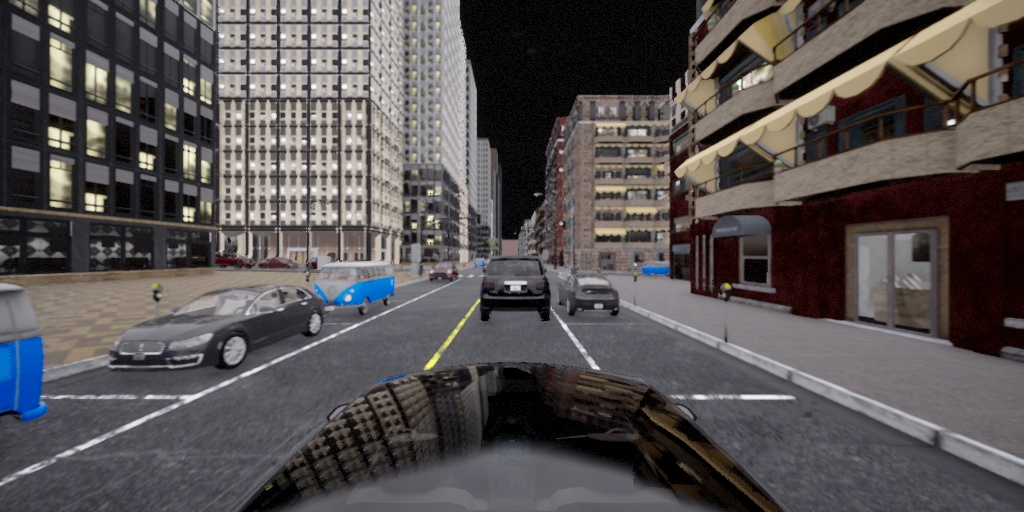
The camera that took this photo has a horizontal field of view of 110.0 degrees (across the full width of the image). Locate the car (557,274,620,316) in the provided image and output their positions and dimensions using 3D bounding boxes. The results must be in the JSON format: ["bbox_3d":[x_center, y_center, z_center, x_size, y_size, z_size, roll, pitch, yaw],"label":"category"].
[{"bbox_3d":[2.692,1.321,13.301,2.007,1.370,4.403,0,0,0],"label":"car"}]

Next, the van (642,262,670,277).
[{"bbox_3d":[16.917,1.529,40.961,3.998,1.789,1.690,0,0,0],"label":"van"}]

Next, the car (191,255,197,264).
[{"bbox_3d":[-40.340,0.688,43.590,4.718,1.301,1.895,1,0,0],"label":"car"}]

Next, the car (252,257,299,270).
[{"bbox_3d":[-26.716,0.930,41.007,4.207,1.307,1.802,0,0,0],"label":"car"}]

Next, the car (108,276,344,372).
[{"bbox_3d":[-5.690,1.311,7.654,2.007,1.370,4.403,0,0,0],"label":"car"}]

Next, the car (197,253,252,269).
[{"bbox_3d":[-32.290,0.556,40.995,5.009,1.841,2.192,0,0,0],"label":"car"}]

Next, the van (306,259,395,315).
[{"bbox_3d":[-5.689,1.112,13.303,1.690,1.789,3.998,0,0,0],"label":"van"}]

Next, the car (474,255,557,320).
[{"bbox_3d":[0.100,0.993,12.760,2.150,2.045,5.566,0,0,0],"label":"car"}]

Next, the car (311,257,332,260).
[{"bbox_3d":[-21.142,0.895,41.018,4.097,1.591,1.967,0,0,0],"label":"car"}]

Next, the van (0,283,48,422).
[{"bbox_3d":[-5.691,1.092,2.005,1.690,1.789,3.998,0,0,0],"label":"van"}]

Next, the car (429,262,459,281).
[{"bbox_3d":[-5.687,1.244,30.248,1.967,1.591,4.097,0,0,0],"label":"car"}]
